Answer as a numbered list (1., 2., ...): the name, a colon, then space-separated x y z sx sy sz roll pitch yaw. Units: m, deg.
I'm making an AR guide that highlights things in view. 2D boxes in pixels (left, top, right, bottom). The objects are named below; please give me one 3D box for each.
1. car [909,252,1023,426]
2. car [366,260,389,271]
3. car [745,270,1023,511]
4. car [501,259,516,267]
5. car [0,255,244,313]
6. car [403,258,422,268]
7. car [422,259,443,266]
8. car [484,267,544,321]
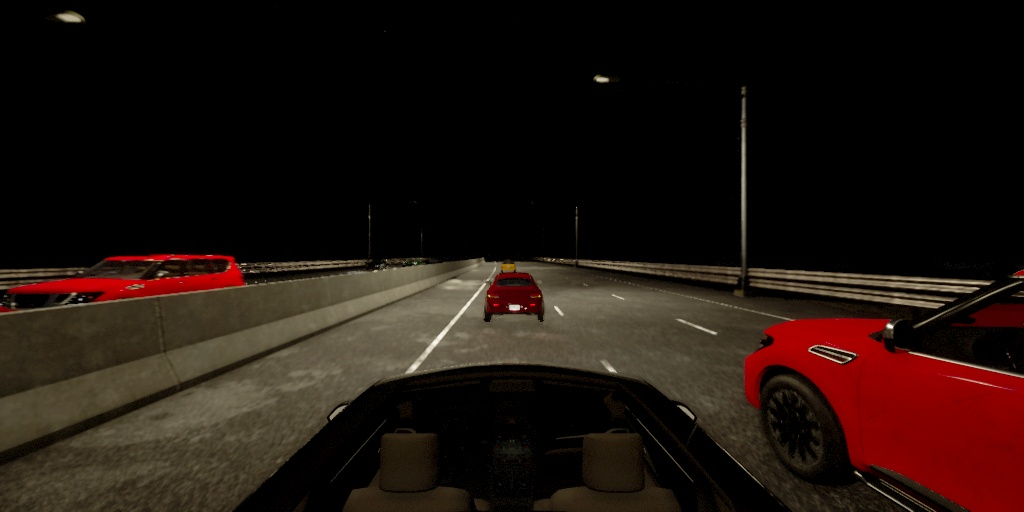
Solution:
1. car: 7.093 0.971 2.649 2.150 2.045 5.566 0 0 0
2. car: -18.254 1.237 48.778 1.837 1.490 4.892 0 0 -1
3. car: 3.595 0.971 1.496 2.150 2.045 5.566 0 0 0
4. car: -0.451 1.191 44.200 1.801 1.575 5.366 0 0 -1
5. car: -10.637 0.972 10.545 2.150 2.045 5.566 0 0 0
6. car: -14.888 1.080 54.075 2.097 1.767 4.553 0 0 -1
7. car: -11.352 1.206 52.876 1.882 1.535 5.008 0 0 -1
8. car: 0.064 1.275 12.345 1.812 1.442 4.674 0 0 0
